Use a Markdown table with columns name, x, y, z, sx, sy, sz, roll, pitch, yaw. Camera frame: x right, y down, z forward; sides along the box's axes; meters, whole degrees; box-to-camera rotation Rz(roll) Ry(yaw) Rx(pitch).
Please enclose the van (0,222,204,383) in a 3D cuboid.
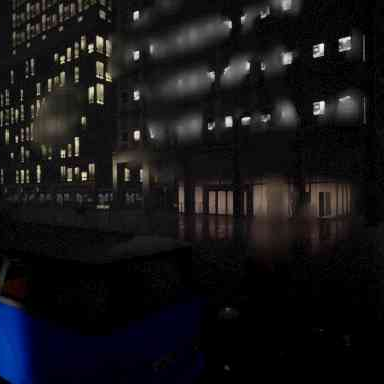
| name | x | y | z | sx | sy | sz | roll | pitch | yaw |
| --- | --- | --- | --- | --- | --- | --- | --- | --- | --- |
| van | -1.774 | 1.342 | 4.150 | 3.998 | 1.788 | 1.690 | 0 | 0 | 36 |
